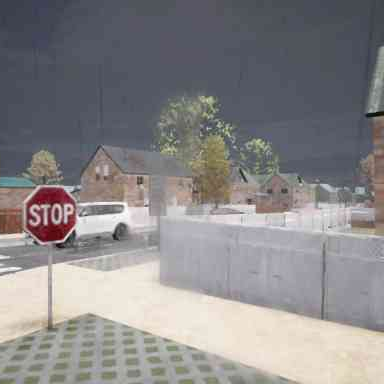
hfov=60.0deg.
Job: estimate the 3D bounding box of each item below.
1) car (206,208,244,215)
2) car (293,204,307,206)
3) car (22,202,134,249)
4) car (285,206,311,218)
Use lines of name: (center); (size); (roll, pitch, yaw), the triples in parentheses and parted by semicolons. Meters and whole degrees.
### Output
car: (2.643, 2.091, 27.864); (1.882, 1.535, 5.008); (-1, -2, 36)
car: (14.028, 2.408, 43.658); (2.097, 1.767, 4.553); (-1, -2, 36)
car: (-5.383, 1.518, 16.605); (2.150, 2.045, 5.566); (-1, -2, 35)
car: (10.911, 2.397, 34.355); (1.895, 1.301, 4.718); (-1, -2, 36)
